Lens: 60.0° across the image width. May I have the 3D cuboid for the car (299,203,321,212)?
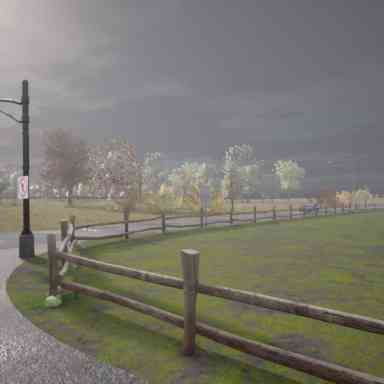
[{"bbox_3d":[18.823,2.449,53.022,2.033,1.411,5.357,-1,-2,40],"label":"car"}]
